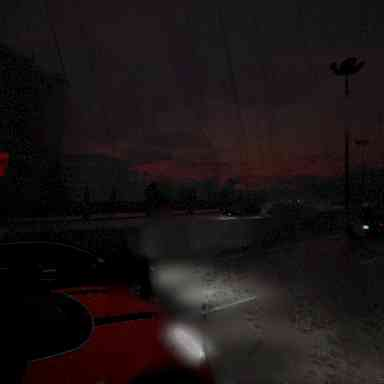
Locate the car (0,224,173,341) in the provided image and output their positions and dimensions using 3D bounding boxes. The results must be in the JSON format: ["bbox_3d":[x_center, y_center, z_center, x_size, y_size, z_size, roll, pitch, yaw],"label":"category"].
[{"bbox_3d":[-2.913,1.517,6.183,4.892,1.490,1.837,1,0,-36],"label":"car"}]

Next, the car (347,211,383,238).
[{"bbox_3d":[9.752,1.680,17.455,1.994,1.385,4.181,0,0,44],"label":"car"}]

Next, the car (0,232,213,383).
[{"bbox_3d":[-2.007,1.354,2.544,4.553,1.767,2.097,0,0,-36],"label":"car"}]

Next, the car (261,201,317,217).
[{"bbox_3d":[7.807,1.711,25.901,2.033,1.411,5.357,0,0,41],"label":"car"}]

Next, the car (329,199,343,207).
[{"bbox_3d":[26.952,2.056,62.215,1.994,1.385,4.181,0,0,15],"label":"car"}]

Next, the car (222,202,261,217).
[{"bbox_3d":[5.185,1.760,33.727,2.033,1.411,5.357,0,-1,38],"label":"car"}]

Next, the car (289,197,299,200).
[{"bbox_3d":[21.683,1.943,70.890,2.097,1.767,4.553,0,-1,12],"label":"car"}]

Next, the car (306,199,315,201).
[{"bbox_3d":[25.177,2.121,70.496,2.033,1.411,5.357,0,-1,12],"label":"car"}]
